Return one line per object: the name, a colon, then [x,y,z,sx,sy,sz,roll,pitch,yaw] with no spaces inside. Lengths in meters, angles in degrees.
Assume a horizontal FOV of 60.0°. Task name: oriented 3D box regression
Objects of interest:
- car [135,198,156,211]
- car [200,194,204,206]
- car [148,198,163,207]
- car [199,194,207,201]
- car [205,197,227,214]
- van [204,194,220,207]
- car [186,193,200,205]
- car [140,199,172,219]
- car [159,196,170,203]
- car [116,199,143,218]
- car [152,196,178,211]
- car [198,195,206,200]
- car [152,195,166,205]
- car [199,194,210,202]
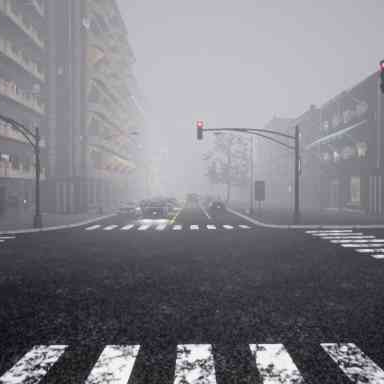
car: [-5.685,1.532,41.225,1.887,1.381,4.507,0,0,0]
car: [2.697,1.421,52.284,1.967,1.590,4.097,0,0,0]
car: [-5.683,1.563,52.293,1.802,1.307,4.206,0,0,0]
car: [2.703,1.398,85.484,1.967,1.590,4.097,0,0,0]
car: [2.695,1.556,35.683,1.947,1.339,4.313,0,0,0]
van: [2.694,1.328,41.216,1.690,1.788,3.998,0,0,0]
car: [0.109,1.199,58.056,2.150,2.045,5.566,0,0,0]
car: [-3.103,1.557,29.319,1.994,1.385,4.181,0,0,-1]
car: [-5.680,1.553,68.893,1.802,1.307,4.206,0,0,0]
car: [-5.688,1.543,30.158,2.008,1.369,4.403,0,0,0]
car: [-3.092,1.536,38.666,2.033,1.411,5.357,0,0,0]
car: [2.705,1.497,91.018,1.887,1.381,4.507,0,0,0]
car: [-5.683,1.418,57.826,1.967,1.590,4.097,0,0,0]
car: [2.700,1.282,74.418,2.192,1.841,5.009,0,0,0]
